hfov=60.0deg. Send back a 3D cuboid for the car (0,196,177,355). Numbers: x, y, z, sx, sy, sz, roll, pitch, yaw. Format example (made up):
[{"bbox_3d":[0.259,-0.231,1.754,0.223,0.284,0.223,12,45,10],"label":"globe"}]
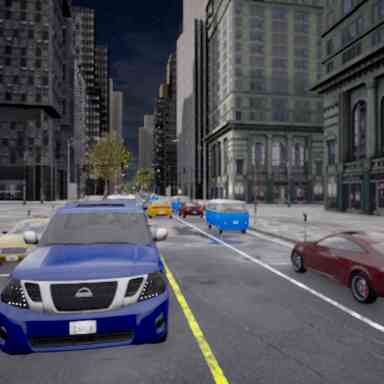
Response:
[{"bbox_3d":[-1.782,1.220,6.579,2.150,2.045,5.566,0,0,-11],"label":"car"}]

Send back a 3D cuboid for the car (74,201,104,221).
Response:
[{"bbox_3d":[-8.589,1.539,28.088,1.887,1.381,4.507,0,0,-11],"label":"car"}]

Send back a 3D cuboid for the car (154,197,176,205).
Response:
[{"bbox_3d":[-2.900,1.469,29.524,1.882,1.535,5.008,0,0,-10],"label":"car"}]

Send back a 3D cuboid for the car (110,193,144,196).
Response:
[{"bbox_3d":[-4.179,1.216,19.748,2.150,2.045,5.566,0,0,-11],"label":"car"}]

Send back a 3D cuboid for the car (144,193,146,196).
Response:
[{"bbox_3d":[-10.328,1.555,83.045,1.887,1.381,4.507,0,0,-11],"label":"car"}]

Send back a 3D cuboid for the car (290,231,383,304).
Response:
[{"bbox_3d":[3.937,1.577,7.953,1.802,1.307,4.206,0,0,-11],"label":"car"}]

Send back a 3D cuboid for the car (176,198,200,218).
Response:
[{"bbox_3d":[-0.181,1.535,29.665,1.887,1.381,4.507,0,0,-11],"label":"car"}]

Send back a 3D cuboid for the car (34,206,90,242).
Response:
[{"bbox_3d":[-6.526,1.541,17.232,1.887,1.381,4.507,0,0,-11],"label":"car"}]

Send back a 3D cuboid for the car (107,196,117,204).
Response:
[{"bbox_3d":[-15.651,1.529,65.348,1.752,1.417,4.829,0,0,-11],"label":"car"}]

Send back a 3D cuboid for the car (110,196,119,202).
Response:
[{"bbox_3d":[-17.650,1.555,75.911,1.887,1.381,4.507,0,0,-11],"label":"car"}]

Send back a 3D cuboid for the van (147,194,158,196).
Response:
[{"bbox_3d":[-8.308,1.343,72.410,1.690,1.788,3.998,0,0,-11],"label":"van"}]

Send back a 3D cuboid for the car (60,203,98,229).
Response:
[{"bbox_3d":[-7.557,1.540,22.660,1.887,1.381,4.507,0,0,-11],"label":"car"}]

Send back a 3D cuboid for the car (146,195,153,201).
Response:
[{"bbox_3d":[-11.337,1.597,88.364,1.802,1.307,4.206,0,0,-11],"label":"car"}]

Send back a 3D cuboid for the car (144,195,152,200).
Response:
[{"bbox_3d":[-12.347,1.571,93.682,2.008,1.369,4.403,0,0,-11],"label":"car"}]

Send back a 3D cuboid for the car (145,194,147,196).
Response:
[{"bbox_3d":[-9.318,1.572,77.727,1.947,1.339,4.313,0,0,-11],"label":"car"}]

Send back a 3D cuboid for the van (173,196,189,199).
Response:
[{"bbox_3d":[-1.210,1.331,35.094,1.690,1.788,3.998,0,0,-11],"label":"van"}]

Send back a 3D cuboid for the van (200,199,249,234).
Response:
[{"bbox_3d":[1.879,1.333,18.810,1.690,1.788,3.998,0,0,-11],"label":"van"}]

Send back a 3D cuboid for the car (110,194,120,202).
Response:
[{"bbox_3d":[-18.636,1.329,81.107,2.192,1.841,5.009,0,0,-11],"label":"car"}]
